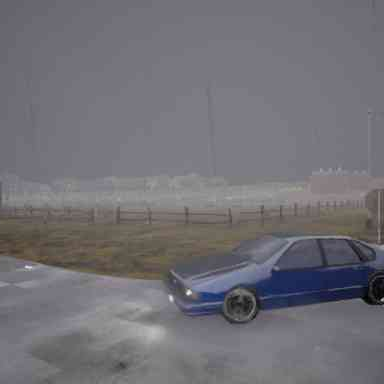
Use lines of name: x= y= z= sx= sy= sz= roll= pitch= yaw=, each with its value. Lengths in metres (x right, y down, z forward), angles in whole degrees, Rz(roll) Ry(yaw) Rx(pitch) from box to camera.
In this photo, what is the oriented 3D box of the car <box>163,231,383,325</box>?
car: x=2.159 y=1.560 z=6.979 sx=5.357 sy=1.411 sz=2.033 roll=-1 pitch=0 yaw=-17
